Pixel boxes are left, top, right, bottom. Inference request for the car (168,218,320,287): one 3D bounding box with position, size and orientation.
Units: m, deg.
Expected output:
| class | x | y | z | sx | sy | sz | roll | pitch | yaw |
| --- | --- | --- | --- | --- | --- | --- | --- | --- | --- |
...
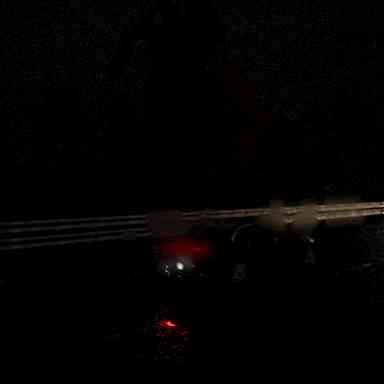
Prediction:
| class | x | y | z | sx | sy | sz | roll | pitch | yaw |
| --- | --- | --- | --- | --- | --- | --- | --- | --- | --- |
| car | 1.649 | 1.492 | 9.372 | 4.892 | 1.490 | 1.837 | -1 | 0 | -37 |
